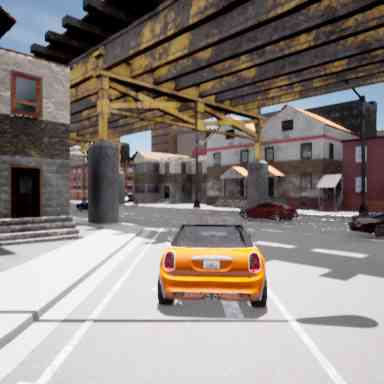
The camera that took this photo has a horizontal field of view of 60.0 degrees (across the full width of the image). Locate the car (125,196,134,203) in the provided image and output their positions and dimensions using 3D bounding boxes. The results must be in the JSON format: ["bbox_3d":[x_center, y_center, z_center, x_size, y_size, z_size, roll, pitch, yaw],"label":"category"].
[{"bbox_3d":[-13.464,1.238,62.363,4.536,1.218,1.853,0,0,-15],"label":"car"}]

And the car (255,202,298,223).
[{"bbox_3d":[5.843,1.502,25.667,1.812,1.442,4.674,0,0,-45],"label":"car"}]

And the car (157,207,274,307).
[{"bbox_3d":[0.514,1.344,8.186,2.097,1.767,4.553,0,0,4],"label":"car"}]

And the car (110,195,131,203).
[{"bbox_3d":[-14.202,1.392,66.017,2.038,1.542,4.974,0,0,15],"label":"car"}]

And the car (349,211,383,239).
[{"bbox_3d":[10.630,1.532,16.158,5.357,1.411,2.033,0,0,21],"label":"car"}]

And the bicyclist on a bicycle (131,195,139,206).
[{"bbox_3d":[-8.665,1.257,50.595,1.656,1.620,0.582,0,0,-45],"label":"bicyclist on a bicycle"}]

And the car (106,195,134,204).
[{"bbox_3d":[-13.514,1.396,62.349,4.974,1.542,2.038,0,0,-15],"label":"car"}]

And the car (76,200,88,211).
[{"bbox_3d":[-11.191,1.566,37.571,1.895,1.301,4.718,0,0,-45],"label":"car"}]
